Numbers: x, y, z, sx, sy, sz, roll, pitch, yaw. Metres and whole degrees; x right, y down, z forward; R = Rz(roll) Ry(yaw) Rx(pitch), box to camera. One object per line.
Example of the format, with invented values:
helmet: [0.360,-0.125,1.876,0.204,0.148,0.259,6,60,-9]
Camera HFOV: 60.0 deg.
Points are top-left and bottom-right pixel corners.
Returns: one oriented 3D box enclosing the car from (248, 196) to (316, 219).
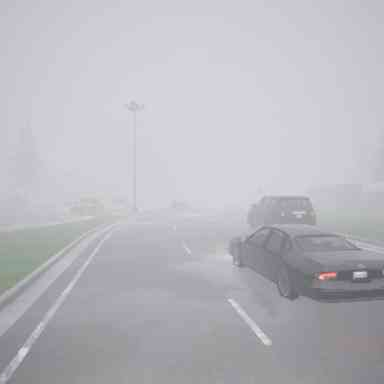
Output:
car: [4.668,1.215,17.997,2.150,2.045,5.566,0,0,-6]

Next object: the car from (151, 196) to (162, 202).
car: [-7.822,1.484,73.612,2.033,1.411,5.357,0,0,4]

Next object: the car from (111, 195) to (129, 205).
car: [-12.416,1.330,57.665,2.097,1.767,4.553,0,0,4]

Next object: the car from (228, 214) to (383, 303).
car: [2.541,1.545,8.486,2.033,1.411,5.357,0,0,-12]

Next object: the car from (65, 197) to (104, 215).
car: [-10.492,1.339,33.395,2.097,1.767,4.553,0,0,4]

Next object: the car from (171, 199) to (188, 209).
car: [-1.569,1.585,44.192,1.895,1.301,4.718,0,0,5]
